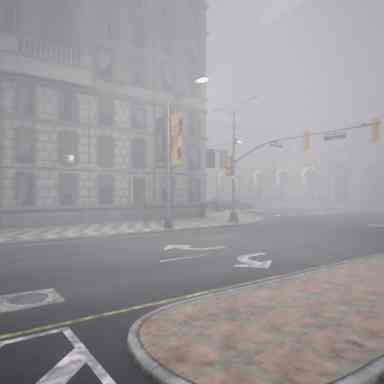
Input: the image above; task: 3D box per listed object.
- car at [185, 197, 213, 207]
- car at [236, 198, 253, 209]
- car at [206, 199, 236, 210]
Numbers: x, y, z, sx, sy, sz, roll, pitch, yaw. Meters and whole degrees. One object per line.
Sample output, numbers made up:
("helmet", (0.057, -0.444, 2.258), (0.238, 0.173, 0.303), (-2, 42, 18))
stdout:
("car", (1.095, 1.505, 51.943), (1.837, 1.490, 4.892), (0, 0, -35))
("car", (6.185, 1.564, 44.784), (1.994, 1.385, 4.181), (0, 0, -36))
("car", (3.243, 1.564, 42.879), (1.994, 1.385, 4.181), (0, 0, -36))
